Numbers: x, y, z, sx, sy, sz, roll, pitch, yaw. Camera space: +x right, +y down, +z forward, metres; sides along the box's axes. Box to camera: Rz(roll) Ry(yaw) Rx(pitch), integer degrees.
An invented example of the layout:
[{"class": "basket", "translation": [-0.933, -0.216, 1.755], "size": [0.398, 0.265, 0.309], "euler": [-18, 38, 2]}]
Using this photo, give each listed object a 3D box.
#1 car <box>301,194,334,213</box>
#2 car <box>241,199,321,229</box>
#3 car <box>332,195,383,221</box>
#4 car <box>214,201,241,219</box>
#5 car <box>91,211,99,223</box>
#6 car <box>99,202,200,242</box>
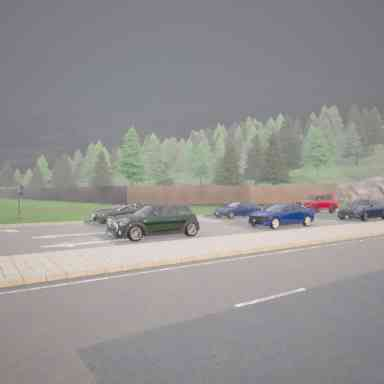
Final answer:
[{"class": "car", "translation": [12.934, 1.221, 34.845], "size": [5.566, 2.045, 2.150], "euler": [0, 0, -33]}, {"class": "car", "translation": [5.871, 1.478, 21.727], "size": [5.008, 1.535, 1.882], "euler": [0, 0, -34]}, {"class": "car", "translation": [13.899, 1.352, 27.081], "size": [4.553, 1.767, 2.097], "euler": [0, 0, -34]}, {"class": "car", "translation": [4.061, 1.526, 28.930], "size": [4.674, 1.442, 1.812], "euler": [0, 0, -33]}, {"class": "car", "translation": [-4.506, 1.491, 23.207], "size": [4.902, 1.511, 2.128], "euler": [0, 0, -34]}, {"class": "car", "translation": [-1.905, 1.352, 16.534], "size": [4.553, 1.767, 2.097], "euler": [0, 0, -34]}]
